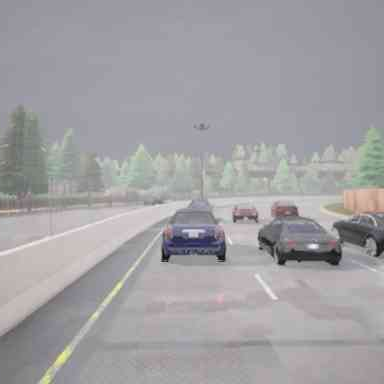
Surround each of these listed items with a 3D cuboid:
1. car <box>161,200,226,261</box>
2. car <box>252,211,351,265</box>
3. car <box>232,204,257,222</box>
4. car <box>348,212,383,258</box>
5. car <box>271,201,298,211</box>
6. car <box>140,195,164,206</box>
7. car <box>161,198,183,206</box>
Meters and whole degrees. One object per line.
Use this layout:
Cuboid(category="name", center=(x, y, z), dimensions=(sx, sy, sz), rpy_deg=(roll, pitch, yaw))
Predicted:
Cuboid(category="car", center=(0.073, 1.361, 12.491), dimensions=(2.097, 1.767, 4.553), rpy_deg=(0, 0, 1))
Cuboid(category="car", center=(3.565, 1.571, 11.733), dimensions=(1.994, 1.385, 4.181), rpy_deg=(0, 0, 0))
Cuboid(category="car", center=(4.118, 1.621, 26.199), dimensions=(1.895, 1.301, 4.718), rpy_deg=(0, 0, 6))
Cuboid(category="car", center=(7.075, 1.502, 12.833), dimensions=(2.128, 1.511, 4.902), rpy_deg=(0, 0, 1))
Cuboid(category="car", center=(8.007, 1.500, 29.073), dimensions=(1.882, 1.535, 5.008), rpy_deg=(0, 0, 7))
Cuboid(category="car", center=(-6.671, 1.395, 56.410), dimensions=(2.097, 1.767, 4.553), rpy_deg=(0, 0, 21))
Cuboid(category="car", center=(-3.243, 1.643, 55.679), dimensions=(1.895, 1.301, 4.718), rpy_deg=(0, 0, 21))
